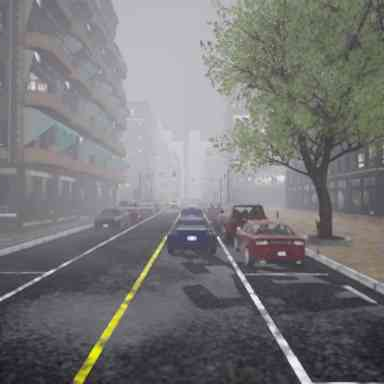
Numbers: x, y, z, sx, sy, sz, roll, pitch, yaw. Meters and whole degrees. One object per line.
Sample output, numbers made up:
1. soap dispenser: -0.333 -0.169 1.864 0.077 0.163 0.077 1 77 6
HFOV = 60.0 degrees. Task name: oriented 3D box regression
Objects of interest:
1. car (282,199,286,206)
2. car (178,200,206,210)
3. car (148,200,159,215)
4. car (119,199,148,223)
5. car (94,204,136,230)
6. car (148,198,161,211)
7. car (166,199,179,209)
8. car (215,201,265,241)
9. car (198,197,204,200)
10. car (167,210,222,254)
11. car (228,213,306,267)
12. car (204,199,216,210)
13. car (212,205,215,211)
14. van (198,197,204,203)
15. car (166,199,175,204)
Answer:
1. car: 18.689 1.941 60.729 4.097 1.590 1.967 0 -1 1
2. car: 0.008 1.758 29.478 1.882 1.535 5.008 0 0 0
3. car: -5.442 1.949 40.074 1.947 1.339 4.313 1 -1 0
4. car: -5.439 1.588 28.784 2.192 1.841 5.009 1 -1 0
5. car: -5.442 1.784 23.135 1.947 1.339 4.313 1 -1 0
6. car: -5.439 1.754 45.723 2.192 1.841 5.009 1 -1 0
7. car: -2.753 2.000 53.944 1.882 1.535 5.008 0 -1 0
8. car: 2.614 1.480 17.414 2.192 1.841 5.009 1 -1 0
9. car: 2.706 2.326 81.183 1.752 1.417 4.829 1 -1 0
10. car: 0.006 1.699 14.257 1.994 1.385 4.181 0 -1 0
11. car: 2.577 1.656 11.760 1.887 1.381 4.507 1 -1 0
12. car: 2.706 1.823 40.022 1.967 1.590 4.097 1 -1 0
13. car: 2.644 1.800 23.064 1.802 1.307 4.206 1 -1 0
14. van: 2.611 2.291 95.017 1.690 1.788 3.998 1 -1 0
15. car: -5.434 2.377 83.638 2.008 1.369 4.403 1 -1 0
